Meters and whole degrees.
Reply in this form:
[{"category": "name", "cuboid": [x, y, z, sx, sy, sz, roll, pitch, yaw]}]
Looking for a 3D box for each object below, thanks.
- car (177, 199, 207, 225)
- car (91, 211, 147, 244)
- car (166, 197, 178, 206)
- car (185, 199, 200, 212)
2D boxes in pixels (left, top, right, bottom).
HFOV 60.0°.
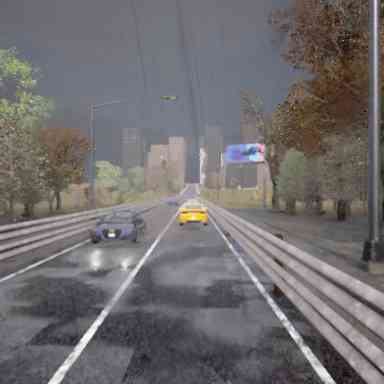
[{"category": "car", "cuboid": [0.102, 1.547, 24.462, 1.882, 1.535, 5.008, 0, 0, 0]}, {"category": "car", "cuboid": [-3.348, 1.604, 15.875, 1.994, 1.385, 4.181, 0, 0, 0]}, {"category": "car", "cuboid": [-3.329, 1.658, 57.156, 1.882, 1.535, 5.008, 0, 0, 0]}, {"category": "car", "cuboid": [0.075, 1.657, 42.709, 1.812, 1.442, 4.674, 0, 0, 0]}]
